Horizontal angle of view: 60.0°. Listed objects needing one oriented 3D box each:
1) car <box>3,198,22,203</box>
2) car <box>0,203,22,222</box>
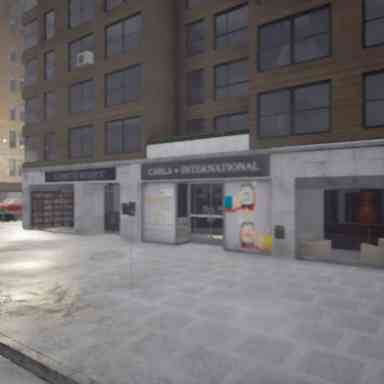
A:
[{"bbox_3d":[-18.613,1.541,35.099,2.192,1.841,5.009,0,0,36],"label":"car"},{"bbox_3d":[-15.415,1.774,25.813,1.947,1.339,4.313,0,0,36],"label":"car"}]
